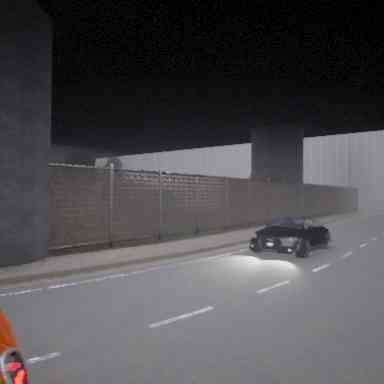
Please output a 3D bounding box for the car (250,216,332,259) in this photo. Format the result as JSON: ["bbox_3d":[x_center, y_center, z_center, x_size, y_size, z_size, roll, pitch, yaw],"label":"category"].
[{"bbox_3d":[4.048,1.691,13.319,1.994,1.385,4.181,0,-1,40],"label":"car"}]

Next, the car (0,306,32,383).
[{"bbox_3d":[-3.353,1.343,1.766,4.553,1.767,2.097,1,-1,-36],"label":"car"}]
